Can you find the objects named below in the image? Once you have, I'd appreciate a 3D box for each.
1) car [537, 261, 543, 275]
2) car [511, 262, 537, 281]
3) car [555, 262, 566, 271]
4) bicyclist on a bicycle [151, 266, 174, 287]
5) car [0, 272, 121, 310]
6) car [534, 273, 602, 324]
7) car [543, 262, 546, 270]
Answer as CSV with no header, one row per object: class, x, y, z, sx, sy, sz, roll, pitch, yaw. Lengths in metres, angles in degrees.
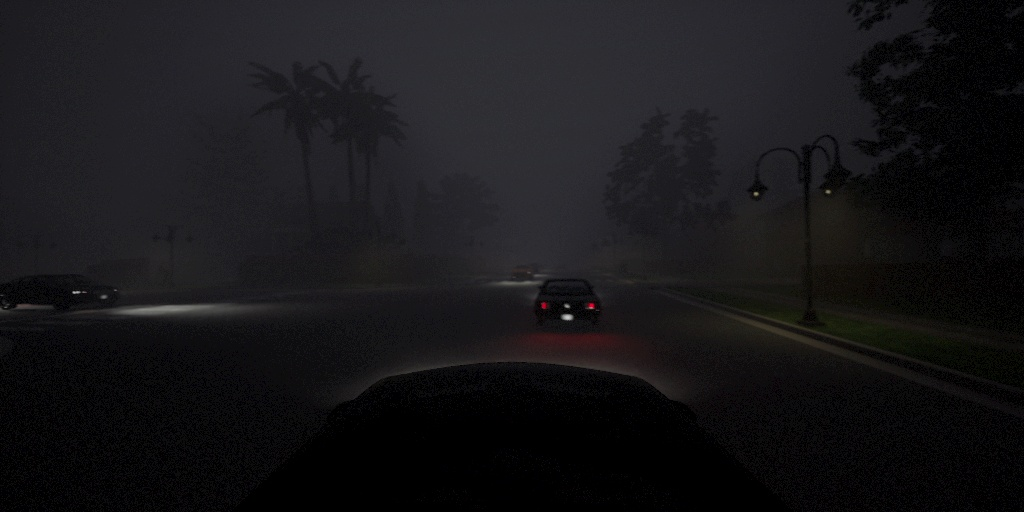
car,2.654,1.613,46.599,1.837,1.490,4.892,-1,0,8
car,1.075,1.508,34.717,1.882,1.535,5.008,-1,-1,8
car,8.072,1.650,59.563,1.812,1.442,4.674,-1,-1,7
bicyclist on a bicycle,-27.073,1.584,27.786,0.582,1.620,1.656,-1,0,8
car,-20.656,1.596,16.372,4.902,1.511,2.128,-1,0,8
car,1.827,1.397,12.137,1.895,1.301,4.718,-1,0,8
car,5.104,1.703,64.499,1.882,1.535,5.008,-1,-1,8
